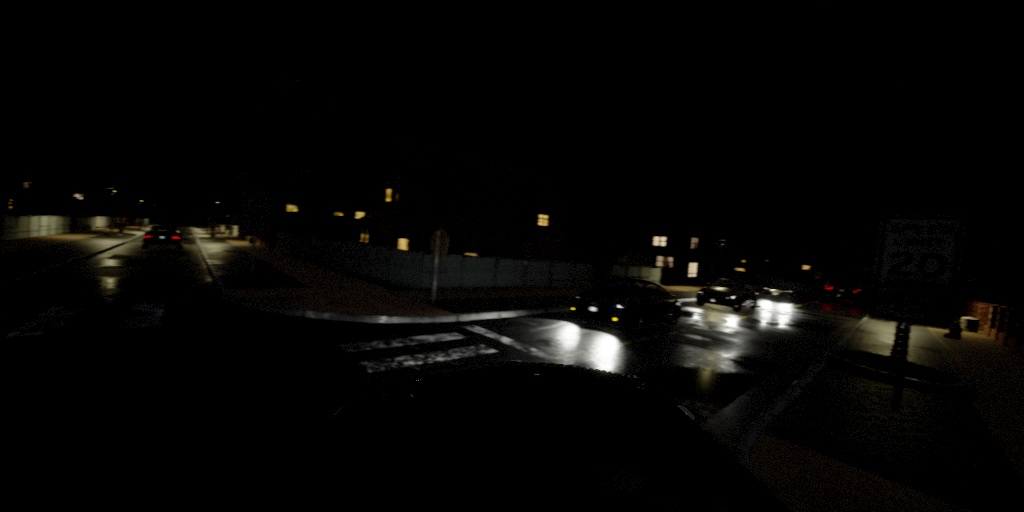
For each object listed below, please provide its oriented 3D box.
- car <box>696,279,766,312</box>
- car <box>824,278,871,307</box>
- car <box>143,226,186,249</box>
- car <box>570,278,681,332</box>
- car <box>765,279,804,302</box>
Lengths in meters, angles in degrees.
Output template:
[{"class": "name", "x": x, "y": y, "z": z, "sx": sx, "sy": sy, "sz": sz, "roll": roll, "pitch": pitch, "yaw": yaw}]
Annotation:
[{"class": "car", "x": 11.072, "y": 1.904, "z": 18.278, "sx": 4.674, "sy": 1.442, "sz": 1.812, "roll": 4, "pitch": 3, "yaw": -43}, {"class": "car", "x": 27.376, "y": 2.890, "z": 29.406, "sx": 5.566, "sy": 2.045, "sz": 2.150, "roll": 4, "pitch": 2, "yaw": -42}, {"class": "car", "x": -22.813, "y": -1.273, "z": 23.539, "sx": 2.033, "sy": 1.411, "sz": 5.357, "roll": 2, "pitch": 3, "yaw": -42}, {"class": "car", "x": 3.784, "y": 1.430, "z": 11.556, "sx": 4.181, "sy": 1.385, "sz": 1.994, "roll": 4, "pitch": 3, "yaw": -43}, {"class": "car", "x": 20.481, "y": 2.541, "z": 26.965, "sx": 4.902, "sy": 1.511, "sz": 2.128, "roll": 4, "pitch": 2, "yaw": -43}]
